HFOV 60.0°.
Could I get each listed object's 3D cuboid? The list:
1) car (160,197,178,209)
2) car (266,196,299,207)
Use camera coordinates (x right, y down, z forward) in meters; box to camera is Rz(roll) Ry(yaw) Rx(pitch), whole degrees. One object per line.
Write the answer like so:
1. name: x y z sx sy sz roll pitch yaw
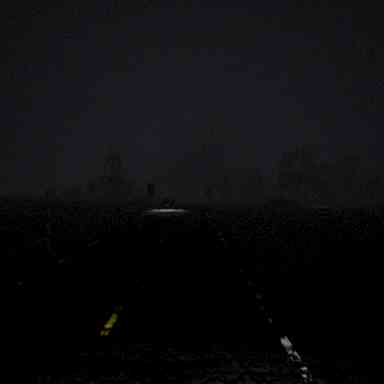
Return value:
1. car: -2.713 1.292 39.866 1.994 1.385 4.181 0 0 0
2. car: 13.972 1.445 51.478 4.902 1.511 2.128 1 1 0
